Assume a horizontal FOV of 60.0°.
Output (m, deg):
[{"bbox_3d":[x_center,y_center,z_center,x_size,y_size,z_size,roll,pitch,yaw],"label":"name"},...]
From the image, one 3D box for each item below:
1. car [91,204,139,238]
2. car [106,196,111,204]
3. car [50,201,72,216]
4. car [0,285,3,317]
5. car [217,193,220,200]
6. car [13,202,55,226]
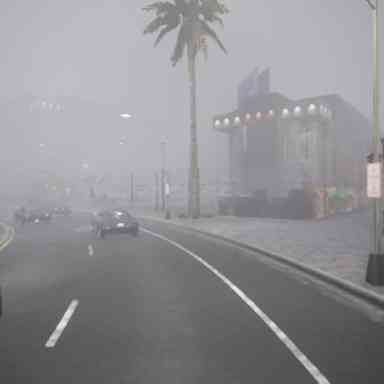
[{"bbox_3d":[-4.279,1.581,18.056,1.994,1.385,4.181,0,0,-23],"label":"car"},{"bbox_3d":[-15.065,1.315,57.415,4.553,1.767,2.185,0,0,38],"label":"car"},{"bbox_3d":[-13.381,1.608,31.762,2.033,1.411,5.357,0,0,-44],"label":"car"},{"bbox_3d":[-3.875,1.511,3.538,2.128,1.511,4.902,0,0,-5],"label":"car"},{"bbox_3d":[5.154,1.372,55.906,4.674,1.452,2.002,0,0,38],"label":"car"},{"bbox_3d":[-11.779,1.656,24.346,1.895,1.301,4.718,0,0,-35],"label":"car"}]
